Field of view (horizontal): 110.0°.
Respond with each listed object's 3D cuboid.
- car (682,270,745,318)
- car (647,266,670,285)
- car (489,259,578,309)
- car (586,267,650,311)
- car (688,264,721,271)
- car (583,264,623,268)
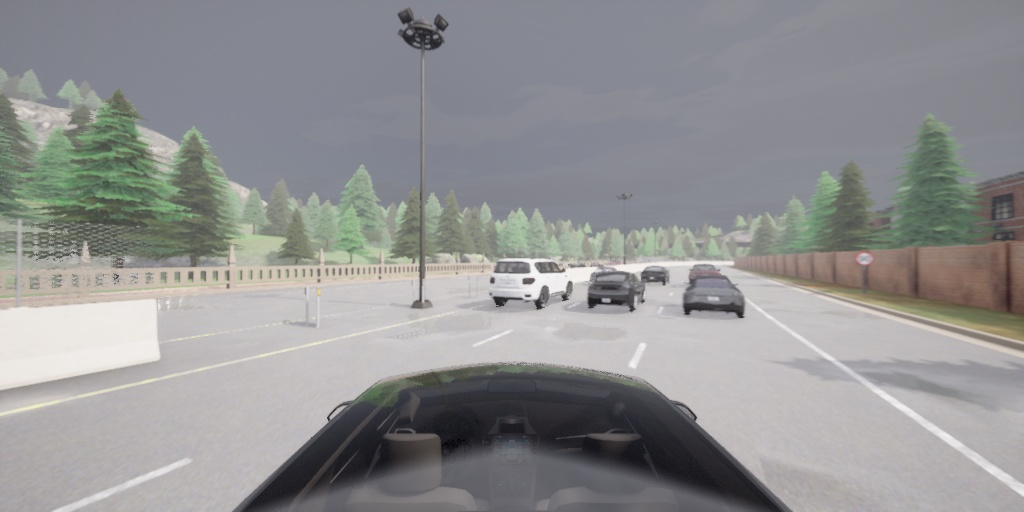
[{"bbox_3d":[7.765,1.441,13.996,1.994,1.385,4.181,0,-1,27],"label":"car"},{"bbox_3d":[11.718,1.517,29.269,1.882,1.535,5.008,0,0,28],"label":"car"},{"bbox_3d":[1.028,1.132,16.214,2.150,2.045,5.566,0,0,27],"label":"car"},{"bbox_3d":[4.600,1.403,15.498,1.837,1.490,4.892,0,0,27],"label":"car"},{"bbox_3d":[14.428,1.362,26.914,2.097,1.767,4.553,0,-1,28],"label":"car"},{"bbox_3d":[7.802,1.592,29.370,2.033,1.411,5.357,0,-1,28],"label":"car"}]
